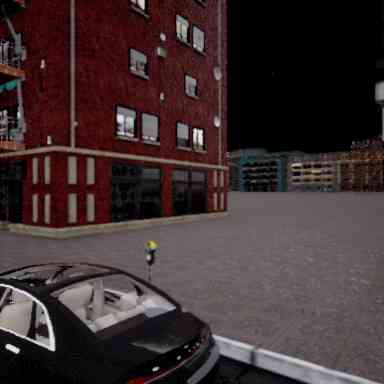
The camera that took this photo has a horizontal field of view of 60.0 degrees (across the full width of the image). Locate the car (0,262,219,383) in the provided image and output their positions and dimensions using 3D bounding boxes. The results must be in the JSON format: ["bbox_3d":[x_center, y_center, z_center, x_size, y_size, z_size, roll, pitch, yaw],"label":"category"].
[{"bbox_3d":[-1.783,1.550,3.995,4.403,1.369,2.008,0,0,35],"label":"car"}]
